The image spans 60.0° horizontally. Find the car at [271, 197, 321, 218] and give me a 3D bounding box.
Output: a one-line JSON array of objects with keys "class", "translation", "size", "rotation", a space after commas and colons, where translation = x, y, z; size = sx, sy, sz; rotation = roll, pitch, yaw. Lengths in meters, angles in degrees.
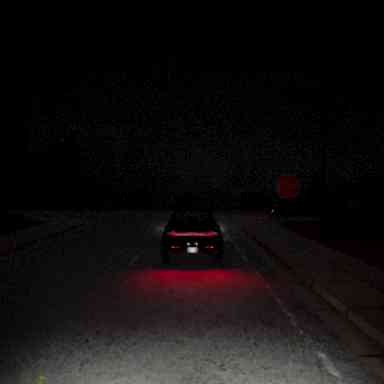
[{"class": "car", "translation": [8.407, 1.133, 24.924], "size": [4.892, 1.490, 1.837], "rotation": [0, -1, -4]}]

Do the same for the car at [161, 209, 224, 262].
[{"class": "car", "translation": [0.011, 1.336, 11.463], "size": [2.128, 1.511, 4.902], "rotation": [0, 1, 0]}]
